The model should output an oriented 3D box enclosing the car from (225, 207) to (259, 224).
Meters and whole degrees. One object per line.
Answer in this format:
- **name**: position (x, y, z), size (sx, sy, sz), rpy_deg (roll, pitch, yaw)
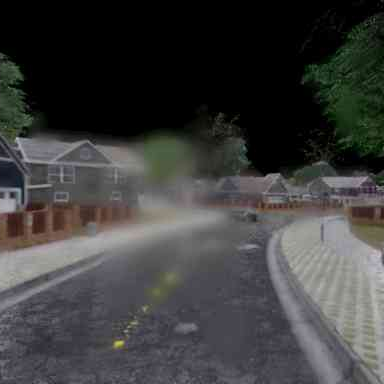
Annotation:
- **car**: position (4.729, 2.102, 30.630), size (2.033, 1.411, 5.357), rpy_deg (0, -1, 26)
